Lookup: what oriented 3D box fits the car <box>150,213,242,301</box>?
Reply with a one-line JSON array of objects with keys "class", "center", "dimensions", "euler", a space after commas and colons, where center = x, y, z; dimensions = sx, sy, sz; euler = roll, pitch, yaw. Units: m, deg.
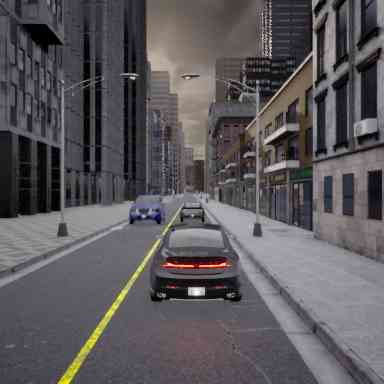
[{"class": "car", "center": [0.085, 1.507, 8.292], "dimensions": [1.837, 1.490, 4.892], "euler": [0, 0, 0]}]

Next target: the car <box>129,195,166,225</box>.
[{"class": "car", "center": [-3.147, 1.237, 24.408], "dimensions": [2.150, 2.045, 5.566], "euler": [0, 0, 0]}]

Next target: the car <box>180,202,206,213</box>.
[{"class": "car", "center": [0.046, 1.509, 26.311], "dimensions": [2.128, 1.511, 4.902], "euler": [0, 0, 0]}]
